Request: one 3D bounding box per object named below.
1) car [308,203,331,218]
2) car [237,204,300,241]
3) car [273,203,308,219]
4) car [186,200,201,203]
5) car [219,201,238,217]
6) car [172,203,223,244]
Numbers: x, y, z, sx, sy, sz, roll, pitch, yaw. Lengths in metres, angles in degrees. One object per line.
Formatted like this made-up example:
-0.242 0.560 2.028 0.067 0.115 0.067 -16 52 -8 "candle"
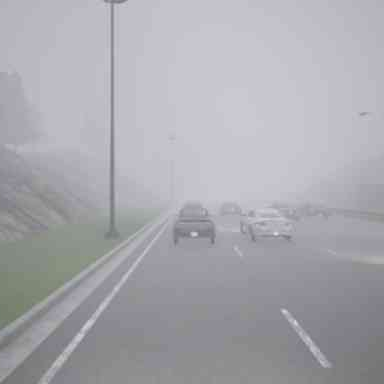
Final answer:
10.601 1.612 29.749 1.895 1.301 4.718 0 0 0 "car"
3.583 1.532 16.537 1.812 1.442 4.674 0 0 0 "car"
7.097 1.557 26.458 2.033 1.411 5.357 0 0 0 "car"
0.114 1.490 32.906 1.882 1.535 5.008 0 0 0 "car"
3.609 1.576 31.846 1.994 1.385 4.181 0 0 0 "car"
0.096 1.498 15.892 2.128 1.511 4.902 0 0 0 "car"
